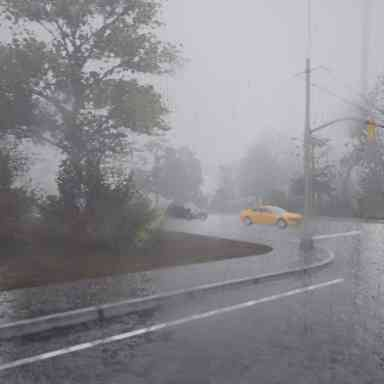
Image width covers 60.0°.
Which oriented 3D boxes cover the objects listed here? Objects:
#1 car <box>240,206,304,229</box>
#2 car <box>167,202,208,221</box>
[{"bbox_3d":[5.754,1.773,24.302,1.882,1.535,5.008,1,-1,-39],"label":"car"},{"bbox_3d":[-0.577,1.782,31.794,2.097,1.767,4.553,1,-2,-43],"label":"car"}]
